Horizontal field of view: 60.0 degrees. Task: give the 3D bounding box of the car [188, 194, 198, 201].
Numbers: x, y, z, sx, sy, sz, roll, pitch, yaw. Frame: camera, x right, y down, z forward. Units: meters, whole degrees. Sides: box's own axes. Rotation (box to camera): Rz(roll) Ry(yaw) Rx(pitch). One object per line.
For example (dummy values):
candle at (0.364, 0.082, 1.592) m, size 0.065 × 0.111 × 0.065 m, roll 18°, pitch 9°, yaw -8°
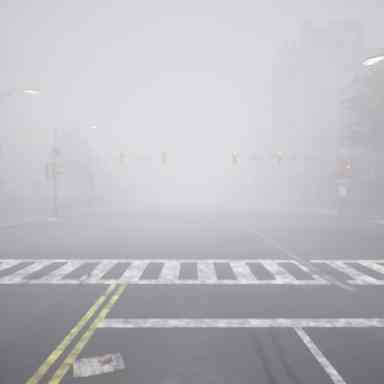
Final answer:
car at (-0.121, 1.498, 85.326) m, size 2.033 × 1.411 × 5.357 m, roll 0°, pitch 0°, yaw 0°
